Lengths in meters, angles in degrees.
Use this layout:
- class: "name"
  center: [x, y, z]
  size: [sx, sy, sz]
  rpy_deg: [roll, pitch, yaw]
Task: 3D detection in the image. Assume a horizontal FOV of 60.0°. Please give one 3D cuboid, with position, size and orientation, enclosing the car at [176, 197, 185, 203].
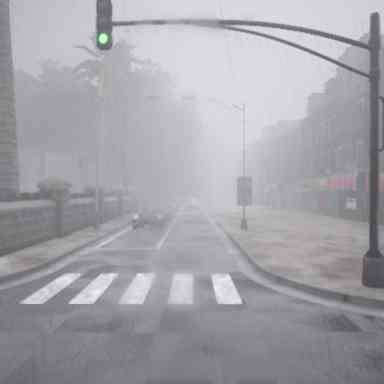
- class: "car"
  center: [-2.609, 1.868, 78.299]
  size: [2.008, 1.369, 4.403]
  rpy_deg: [0, 0, 0]

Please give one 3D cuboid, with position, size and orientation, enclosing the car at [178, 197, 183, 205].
- class: "car"
  center: [-2.620, 1.700, 49.856]
  size: [2.008, 1.369, 4.403]
  rpy_deg: [0, 0, 0]

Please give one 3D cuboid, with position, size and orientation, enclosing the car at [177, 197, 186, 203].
- class: "car"
  center: [-2.607, 1.922, 83.987]
  size: [1.947, 1.339, 4.313]
  rpy_deg: [0, 0, 0]

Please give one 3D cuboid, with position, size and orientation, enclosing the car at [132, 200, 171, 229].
- class: "car"
  center: [-2.631, 1.479, 21.413]
  size: [1.967, 1.590, 4.097]
  rpy_deg: [0, 0, 0]

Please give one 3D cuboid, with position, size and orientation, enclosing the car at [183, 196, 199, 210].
- class: "car"
  center: [0.021, 1.660, 45.938]
  size: [1.812, 1.442, 4.674]
  rpy_deg: [0, 0, 0]

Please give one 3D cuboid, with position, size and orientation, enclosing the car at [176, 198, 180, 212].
- class: "car"
  center: [-2.624, 1.680, 38.479]
  size: [1.802, 1.307, 4.206]
  rpy_deg: [0, 0, 0]

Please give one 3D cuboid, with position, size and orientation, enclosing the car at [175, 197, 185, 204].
- class: "car"
  center: [-2.611, 1.824, 72.610]
  size: [1.887, 1.381, 4.507]
  rpy_deg: [0, 0, 0]

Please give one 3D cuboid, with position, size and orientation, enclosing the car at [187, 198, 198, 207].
- class: "car"
  center: [0.026, 1.711, 55.941]
  size: [1.812, 1.442, 4.674]
  rpy_deg: [0, 0, 0]

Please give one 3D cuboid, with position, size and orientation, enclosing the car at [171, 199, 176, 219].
- class: "car"
  center: [-2.627, 1.496, 27.101]
  size: [1.967, 1.590, 4.097]
  rpy_deg: [0, 0, 0]
